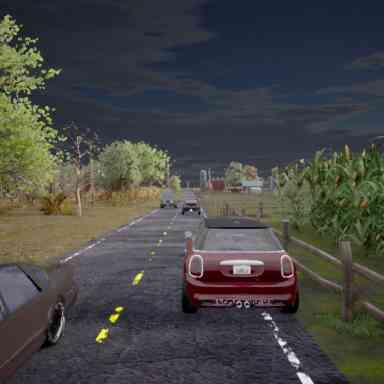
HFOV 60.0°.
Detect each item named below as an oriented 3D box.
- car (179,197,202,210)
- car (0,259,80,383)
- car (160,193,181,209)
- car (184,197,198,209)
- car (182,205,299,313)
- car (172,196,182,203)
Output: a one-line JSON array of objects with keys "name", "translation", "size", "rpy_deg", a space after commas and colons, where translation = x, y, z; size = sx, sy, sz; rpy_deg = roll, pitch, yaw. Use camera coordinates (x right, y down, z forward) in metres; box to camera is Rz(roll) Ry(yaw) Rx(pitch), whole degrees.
[{"name": "car", "translation": [-0.074, 1.485, 34.514], "size": [1.837, 1.490, 4.892], "rpy_deg": [0, 0, 0]}, {"name": "car", "translation": [-2.862, 1.547, 3.556], "size": [2.033, 1.411, 5.357], "rpy_deg": [0, 0, 0]}, {"name": "car", "translation": [-3.031, 1.188, 44.198], "size": [2.150, 2.045, 5.566], "rpy_deg": [0, 0, 0]}, {"name": "car", "translation": [-0.124, 1.468, 45.911], "size": [1.837, 1.490, 4.892], "rpy_deg": [0, 0, 0]}, {"name": "car", "translation": [0.871, 1.350, 7.808], "size": [2.097, 1.767, 4.553], "rpy_deg": [0, 0, 0]}, {"name": "car", "translation": [-3.034, 1.474, 69.176], "size": [1.994, 1.385, 4.181], "rpy_deg": [0, 0, 0]}]
